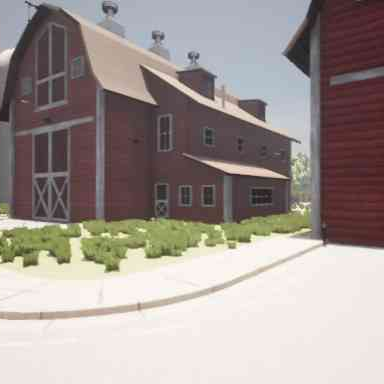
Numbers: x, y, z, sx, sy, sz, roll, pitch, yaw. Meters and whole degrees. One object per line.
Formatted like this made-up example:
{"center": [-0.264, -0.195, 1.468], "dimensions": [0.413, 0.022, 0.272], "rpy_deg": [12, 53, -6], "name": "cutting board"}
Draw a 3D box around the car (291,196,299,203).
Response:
{"center": [20.260, 1.705, 67.441], "dimensions": [1.905, 1.878, 3.866], "rpy_deg": [0, 0, 36], "name": "car"}
